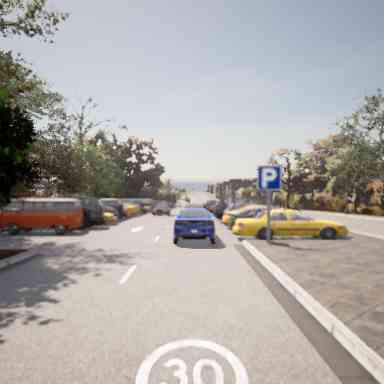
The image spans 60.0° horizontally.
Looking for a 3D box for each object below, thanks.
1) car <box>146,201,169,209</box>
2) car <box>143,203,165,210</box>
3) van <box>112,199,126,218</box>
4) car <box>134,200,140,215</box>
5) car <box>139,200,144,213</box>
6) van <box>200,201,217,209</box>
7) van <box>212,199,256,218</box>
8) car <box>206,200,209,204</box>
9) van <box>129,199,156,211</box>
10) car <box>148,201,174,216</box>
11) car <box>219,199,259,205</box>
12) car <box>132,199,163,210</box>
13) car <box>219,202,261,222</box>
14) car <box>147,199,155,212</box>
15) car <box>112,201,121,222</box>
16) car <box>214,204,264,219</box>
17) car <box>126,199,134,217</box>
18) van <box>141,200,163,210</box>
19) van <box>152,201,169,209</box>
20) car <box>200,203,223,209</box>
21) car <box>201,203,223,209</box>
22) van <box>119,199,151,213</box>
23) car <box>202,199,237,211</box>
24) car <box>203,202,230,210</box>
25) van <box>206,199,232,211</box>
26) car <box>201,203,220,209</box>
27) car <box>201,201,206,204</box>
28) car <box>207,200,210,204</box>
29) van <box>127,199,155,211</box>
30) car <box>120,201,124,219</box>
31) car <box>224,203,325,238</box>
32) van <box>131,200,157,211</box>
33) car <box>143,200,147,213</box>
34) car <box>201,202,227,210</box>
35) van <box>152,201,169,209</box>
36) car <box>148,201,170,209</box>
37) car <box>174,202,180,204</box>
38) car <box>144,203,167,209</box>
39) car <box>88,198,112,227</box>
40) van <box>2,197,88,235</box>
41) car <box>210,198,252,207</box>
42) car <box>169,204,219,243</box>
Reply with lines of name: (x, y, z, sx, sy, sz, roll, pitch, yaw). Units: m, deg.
car: (-8.489, 3.227, 82.874, 5.566, 2.045, 2.435, 0, -2, 0)
car: (-8.522, 3.190, 74.432, 4.674, 1.452, 2.002, 0, -2, 0)
van: (-8.649, 1.592, 30.282, 4.442, 1.987, 1.878, 0, -1, 0)
car: (-8.525, 1.941, 35.691, 5.008, 1.535, 2.097, 0, -1, 0)
car: (-8.524, 2.007, 38.586, 5.008, 1.535, 2.097, 0, -1, 0)
van: (4.449, 3.567, 91.100, 4.442, 1.987, 1.878, 0, -2, 0)
van: (4.433, 1.709, 35.625, 4.442, 1.987, 1.878, 0, -1, 0)
car: (4.582, 2.154, 43.944, 4.792, 1.488, 2.163, 0, -1, 0)
van: (-8.640, 2.284, 57.959, 4.442, 1.987, 1.878, 0, -2, 0)
car: (-3.582, 2.098, 38.977, 1.994, 1.385, 4.181, 0, -1, 0)
car: (4.515, 1.559, 24.525, 4.553, 1.767, 2.185, 0, -1, 0)
car: (-8.494, 2.469, 63.371, 5.566, 2.045, 2.435, 0, -2, 0)
car: (4.539, 1.629, 21.746, 5.008, 1.535, 2.097, 0, -1, 0)
car: (-8.343, 2.193, 46.895, 5.366, 1.575, 1.946, 0, -1, 0)
car: (-8.348, 1.691, 24.740, 5.366, 1.575, 1.946, 0, -1, 0)
car: (4.546, 1.911, 32.843, 4.674, 1.452, 2.002, 0, -1, 0)
car: (-8.500, 1.755, 33.049, 4.553, 1.767, 2.185, 0, -1, 0)
van: (-8.637, 2.817, 71.674, 4.442, 1.987, 1.878, 0, -2, 0)
van: (-8.631, 3.575, 91.176, 4.442, 1.987, 1.878, 0, -2, 0)
car: (4.748, 3.358, 79.995, 5.366, 1.575, 1.946, 0, -2, 0)
car: (4.555, 3.255, 77.221, 4.892, 1.521, 2.231, 0, -2, 0)
van: (-8.410, 2.033, 49.668, 4.442, 1.987, 1.878, 0, -1, 0)
car: (4.527, 2.140, 55.038, 5.566, 2.045, 2.435, 0, -2, 0)
car: (4.563, 2.714, 63.350, 5.008, 1.535, 2.097, 0, -2, 0)
van: (4.672, 2.273, 57.811, 4.442, 1.987, 1.878, 0, -2, 0)
car: (4.592, 3.499, 82.768, 4.792, 1.488, 2.163, 0, -2, 0)
car: (0.104, 1.860, 32.396, 1.882, 1.535, 5.008, 0, -1, 0)
car: (4.545, 1.998, 38.395, 5.008, 1.535, 2.097, 0, -1, 0)
van: (-8.408, 2.171, 55.058, 4.442, 1.987, 1.878, 0, -2, 0)
car: (-8.526, 1.756, 27.507, 4.892, 1.521, 2.231, 0, -1, 0)
car: (4.539, 1.582, 18.975, 4.892, 1.521, 2.231, 0, -1, 0)
van: (-8.640, 2.387, 60.602, 4.442, 1.987, 1.878, 0, -2, 0)
car: (-8.523, 2.071, 41.355, 4.892, 1.521, 2.231, 0, -1, 0)
car: (4.745, 3.035, 71.673, 5.366, 1.575, 1.946, 0, -2, 0)
van: (-8.398, 3.467, 88.408, 4.442, 1.987, 1.878, 0, -2, 0)
car: (-8.488, 3.334, 85.642, 5.566, 2.045, 2.435, 0, -2, 0)
car: (-3.478, 3.022, 79.933, 1.812, 1.442, 4.674, 0, -2, 0)
car: (-8.513, 3.262, 77.327, 5.008, 1.535, 2.097, 0, -2, 0)
car: (-8.562, 1.386, 21.977, 5.566, 2.045, 2.435, 0, -1, 0)
van: (-8.653, 1.362, 19.085, 4.442, 1.987, 1.878, 0, -1, 0)
car: (4.575, 1.494, 27.299, 5.566, 2.045, 2.435, 0, -1, 0)
car: (0.099, 1.545, 16.502, 1.882, 1.535, 5.008, 0, -1, 0)
